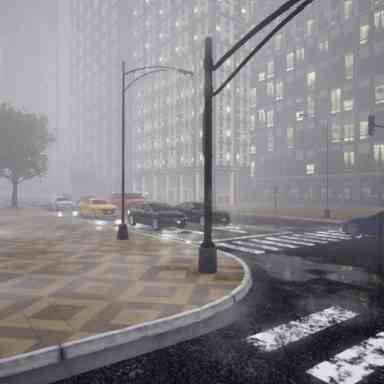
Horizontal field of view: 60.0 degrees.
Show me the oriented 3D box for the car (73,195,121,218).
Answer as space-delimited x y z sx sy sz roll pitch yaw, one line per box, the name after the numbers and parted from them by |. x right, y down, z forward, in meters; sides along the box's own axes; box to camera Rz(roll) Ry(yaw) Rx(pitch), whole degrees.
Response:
-7.808 1.254 27.371 1.882 1.535 5.008 0 0 -37 | car

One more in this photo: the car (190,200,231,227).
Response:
0.421 1.344 21.763 1.882 1.535 5.008 0 0 -37 | car

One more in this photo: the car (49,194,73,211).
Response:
-13.932 1.216 35.605 1.812 1.442 4.674 0 0 -37 | car

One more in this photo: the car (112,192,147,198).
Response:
-5.514 1.008 29.726 2.150 2.045 5.566 0 0 -37 | car

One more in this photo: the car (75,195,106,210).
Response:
-11.679 1.177 38.024 1.882 1.535 5.008 0 0 -37 | car

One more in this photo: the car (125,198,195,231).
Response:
-2.153 1.357 19.777 1.837 1.490 4.892 0 0 -37 | car

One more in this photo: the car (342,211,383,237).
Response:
9.420 1.497 15.438 1.812 1.442 4.674 0 0 -37 | car
